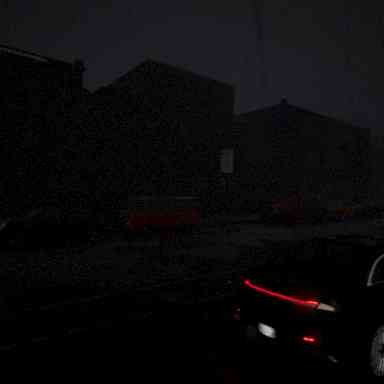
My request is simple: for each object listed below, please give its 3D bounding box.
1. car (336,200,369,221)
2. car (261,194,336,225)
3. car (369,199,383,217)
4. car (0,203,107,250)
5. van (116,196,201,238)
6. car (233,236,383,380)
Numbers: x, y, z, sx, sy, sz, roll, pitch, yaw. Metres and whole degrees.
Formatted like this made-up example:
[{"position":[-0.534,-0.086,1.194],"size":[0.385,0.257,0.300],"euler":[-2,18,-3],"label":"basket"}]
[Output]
[{"position":[11.852,1.431,27.037],"size":[5.008,1.535,2.097],"euler":[0,0,-36],"label":"car"},{"position":[7.437,1.183,23.869],"size":[5.566,2.045,2.435],"euler":[0,0,-36],"label":"car"},{"position":[16.342,1.428,30.258],"size":[4.892,1.521,2.231],"euler":[0,0,-36],"label":"car"},{"position":[-6.084,1.319,14.168],"size":[4.553,1.767,2.185],"euler":[0,0,-36],"label":"car"},{"position":[-1.714,1.215,17.302],"size":[4.442,1.987,1.878],"euler":[0,0,-36],"label":"van"},{"position":[2.893,1.487,5.504],"size":[4.902,1.511,2.128],"euler":[0,0,-36],"label":"car"}]
